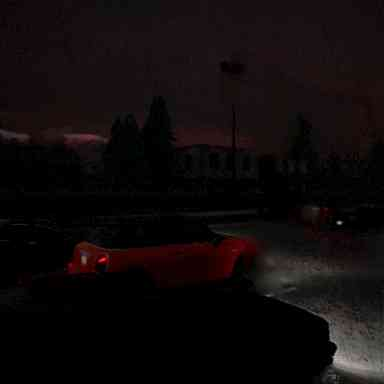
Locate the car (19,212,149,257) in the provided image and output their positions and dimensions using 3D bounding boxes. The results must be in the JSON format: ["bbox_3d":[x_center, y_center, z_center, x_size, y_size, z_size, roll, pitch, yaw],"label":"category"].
[{"bbox_3d":[-4.300,1.597,13.579,4.718,1.301,1.895,0,0,-36],"label":"car"}]

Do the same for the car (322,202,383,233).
[{"bbox_3d":[9.893,1.507,19.414,4.674,1.442,1.812,0,0,-36],"label":"car"}]

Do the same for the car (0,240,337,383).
[{"bbox_3d":[-0.911,1.547,3.096,5.357,1.411,2.033,0,0,-36],"label":"car"}]

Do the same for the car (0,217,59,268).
[{"bbox_3d":[-4.552,1.502,9.099,4.892,1.490,1.837,0,0,-36],"label":"car"}]

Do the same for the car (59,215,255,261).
[{"bbox_3d":[-0.400,1.348,7.764,4.553,1.767,2.097,0,0,-36],"label":"car"}]

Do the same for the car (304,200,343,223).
[{"bbox_3d":[10.093,1.330,23.858,4.553,1.767,2.097,0,0,-36],"label":"car"}]
